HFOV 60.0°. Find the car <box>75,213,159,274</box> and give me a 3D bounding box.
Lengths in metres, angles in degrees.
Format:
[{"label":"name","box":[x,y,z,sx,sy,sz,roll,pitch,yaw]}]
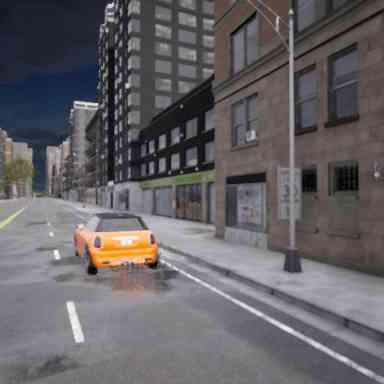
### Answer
[{"label":"car","box":[-2.743,1.482,11.375,2.097,1.767,4.553,0,-1,-25]}]
